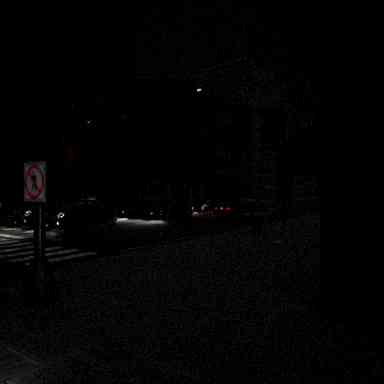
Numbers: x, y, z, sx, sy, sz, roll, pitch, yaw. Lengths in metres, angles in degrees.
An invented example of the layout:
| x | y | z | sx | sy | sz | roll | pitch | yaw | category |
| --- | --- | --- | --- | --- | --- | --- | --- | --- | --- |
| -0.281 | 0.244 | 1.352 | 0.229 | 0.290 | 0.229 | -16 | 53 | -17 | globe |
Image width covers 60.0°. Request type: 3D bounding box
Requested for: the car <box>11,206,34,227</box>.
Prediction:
| x | y | z | sx | sy | sz | roll | pitch | yaw | category |
| --- | --- | --- | --- | --- | --- | --- | --- | --- | --- |
| -9.634 | 1.304 | 22.411 | 2.097 | 1.767 | 4.553 | 0 | 0 | 35 | car |

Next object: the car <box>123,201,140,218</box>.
| x | y | z | sx | sy | sz | roll | pitch | yaw | category |
| --- | --- | --- | --- | --- | --- | --- | --- | --- | --- |
| -4.644 | 1.480 | 29.471 | 1.994 | 1.385 | 4.181 | 0 | 0 | 35 | car |

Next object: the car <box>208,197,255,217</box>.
| x | y | z | sx | sy | sz | roll | pitch | yaw | category |
| --- | --- | --- | --- | --- | --- | --- | --- | --- | --- |
| 3.935 | 1.428 | 29.986 | 2.033 | 1.411 | 5.357 | 0 | 0 | 35 | car |

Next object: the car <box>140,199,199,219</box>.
| x | y | z | sx | sy | sz | roll | pitch | yaw | category |
| --- | --- | --- | --- | --- | --- | --- | --- | --- | --- |
| -1.775 | 1.413 | 27.888 | 1.837 | 1.490 | 4.892 | 0 | 0 | 35 | car |

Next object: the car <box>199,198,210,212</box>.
| x | y | z | sx | sy | sz | roll | pitch | yaw | category |
| --- | --- | --- | --- | --- | --- | --- | --- | --- | --- |
| 1.400 | 1.419 | 38.002 | 2.033 | 1.411 | 5.357 | 0 | 0 | 36 | car |

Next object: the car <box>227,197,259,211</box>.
| x | y | z | sx | sy | sz | roll | pitch | yaw | category |
| --- | --- | --- | --- | --- | --- | --- | --- | --- | --- |
| 5.992 | 1.377 | 38.849 | 1.812 | 1.442 | 4.674 | 0 | 0 | 35 | car |

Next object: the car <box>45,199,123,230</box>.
| x | y | z | sx | sy | sz | roll | pitch | yaw | category |
| --- | --- | --- | --- | --- | --- | --- | --- | --- | --- |
| -6.910 | 1.297 | 20.632 | 2.097 | 1.767 | 4.553 | 0 | 0 | 35 | car |
